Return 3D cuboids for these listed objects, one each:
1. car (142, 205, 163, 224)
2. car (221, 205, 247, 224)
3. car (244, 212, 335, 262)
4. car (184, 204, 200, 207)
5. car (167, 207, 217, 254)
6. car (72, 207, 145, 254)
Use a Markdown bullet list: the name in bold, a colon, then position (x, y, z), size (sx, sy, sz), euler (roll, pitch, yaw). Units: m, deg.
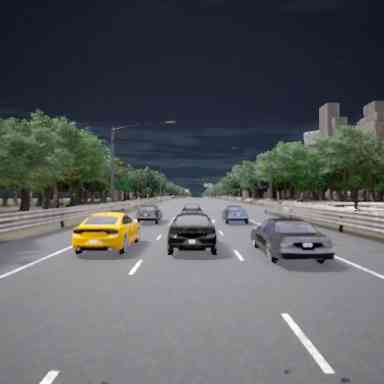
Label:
- **car**: position (-3.497, 1.814, 27.527), size (2.033, 1.411, 5.357), euler (0, 0, 0)
- **car**: position (3.503, 1.814, 27.527), size (2.033, 1.411, 5.357), euler (0, 0, 0)
- **car**: position (3.508, 1.673, 12.552), size (2.033, 1.411, 5.357), euler (0, -1, 0)
- **car**: position (0.013, 1.768, 28.511), size (2.128, 1.511, 4.902), euler (0, 0, 0)
- **car**: position (0.023, 1.620, 14.246), size (1.882, 1.535, 5.008), euler (0, 0, 0)
- **car**: position (-3.478, 1.620, 14.254), size (1.882, 1.535, 5.008), euler (0, 0, 0)
